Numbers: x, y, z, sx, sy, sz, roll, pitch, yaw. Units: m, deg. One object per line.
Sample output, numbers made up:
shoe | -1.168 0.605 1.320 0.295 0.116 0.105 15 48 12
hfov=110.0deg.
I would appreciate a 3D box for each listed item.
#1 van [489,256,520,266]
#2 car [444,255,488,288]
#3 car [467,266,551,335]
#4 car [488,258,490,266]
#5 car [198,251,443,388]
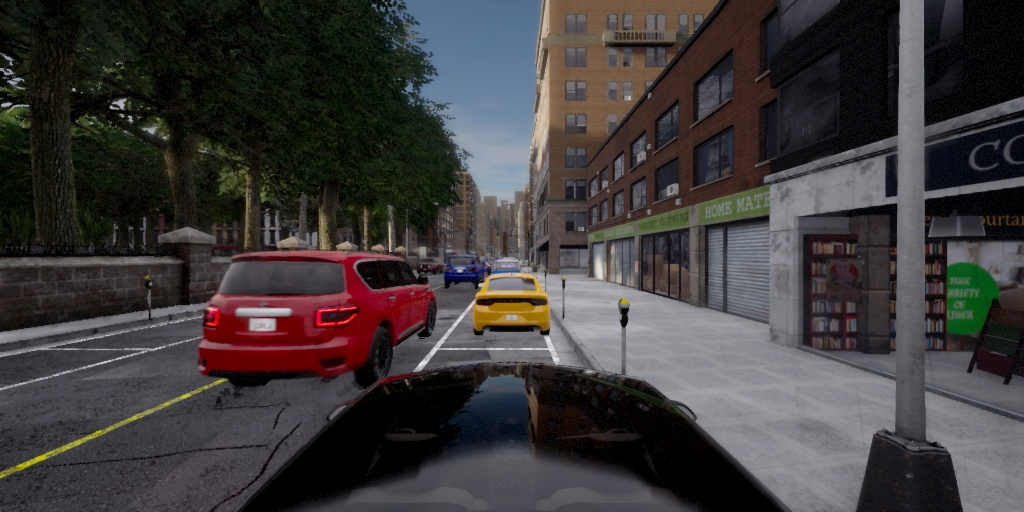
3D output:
van | -0.289 1.083 21.849 1.690 1.789 3.998 0 0 0
car | -3.047 0.963 23.781 2.150 2.045 5.566 0 0 0
car | -0.005 1.225 10.500 1.882 1.535 5.008 0 0 0
car | -3.141 1.251 39.254 1.812 1.442 4.674 0 0 0
car | -3.046 0.965 7.061 2.150 2.045 5.566 0 -1 0
